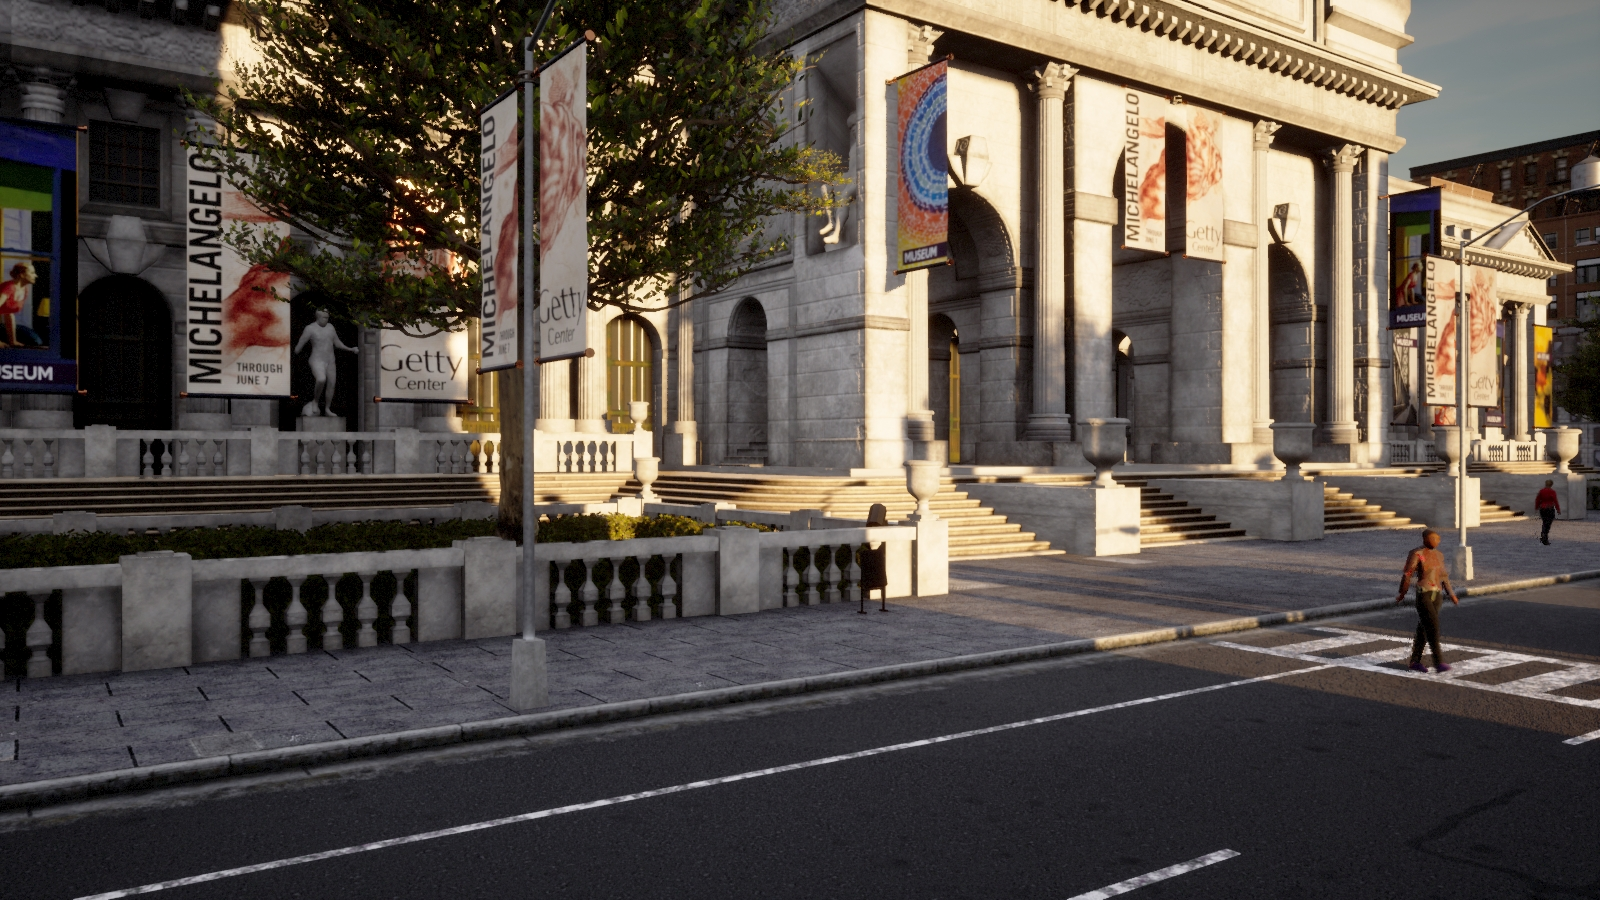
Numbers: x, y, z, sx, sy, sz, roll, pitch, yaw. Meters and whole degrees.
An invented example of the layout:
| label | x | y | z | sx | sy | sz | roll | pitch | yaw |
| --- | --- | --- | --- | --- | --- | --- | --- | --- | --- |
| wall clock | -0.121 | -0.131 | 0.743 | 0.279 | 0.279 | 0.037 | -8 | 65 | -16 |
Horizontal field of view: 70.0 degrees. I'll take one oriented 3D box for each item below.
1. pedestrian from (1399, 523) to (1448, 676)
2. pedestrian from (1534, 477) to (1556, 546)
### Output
| label | x | y | z | sx | sy | sz | roll | pitch | yaw |
| --- | --- | --- | --- | --- | --- | --- | --- | --- | --- |
| pedestrian | 7.774 | 1.849 | 14.250 | 0.375 | 1.860 | 0.375 | 0 | 0 | -11 |
| pedestrian | 20.605 | 1.696 | 31.598 | 0.375 | 1.860 | 0.375 | 0 | 0 | -29 |
